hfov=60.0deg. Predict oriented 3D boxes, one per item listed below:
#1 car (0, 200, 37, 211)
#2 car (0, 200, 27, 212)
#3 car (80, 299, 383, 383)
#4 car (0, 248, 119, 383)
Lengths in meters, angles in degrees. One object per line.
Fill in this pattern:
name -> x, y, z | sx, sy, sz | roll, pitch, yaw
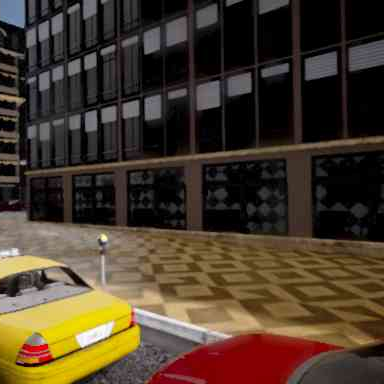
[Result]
car -> -23.019, 1.713, 43.880 | 1.947, 1.339, 4.313 | -2, -1, 35
car -> -19.371, 1.557, 34.525 | 1.802, 1.307, 4.206 | -2, -1, 35
car -> 1.634, 1.545, 1.727 | 4.507, 1.381, 1.887 | 0, -1, 35
car -> -2.940, 1.524, 4.976 | 4.829, 1.417, 1.752 | 0, -1, 35
